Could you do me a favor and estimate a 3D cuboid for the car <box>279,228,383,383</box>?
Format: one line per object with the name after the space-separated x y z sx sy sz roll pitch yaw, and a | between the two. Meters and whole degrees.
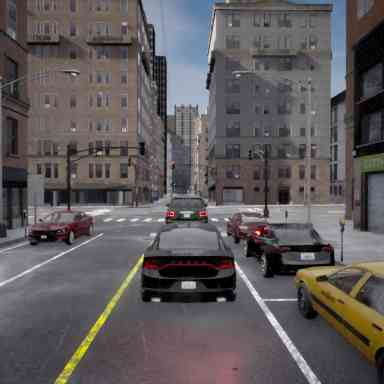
2.803 1.524 4.569 1.752 1.417 4.829 -1 0 -1 | car

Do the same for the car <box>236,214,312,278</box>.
2.719 1.562 9.985 1.947 1.339 4.313 -1 0 -1 | car

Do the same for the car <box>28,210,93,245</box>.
-5.913 1.539 15.432 1.887 1.381 4.507 -1 0 -1 | car

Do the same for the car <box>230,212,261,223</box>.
2.631 1.576 15.570 1.802 1.307 4.206 -1 0 -1 | car

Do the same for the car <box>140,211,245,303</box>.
-0.079 1.475 8.292 1.882 1.535 5.008 0 0 0 | car

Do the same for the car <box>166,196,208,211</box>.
-0.284 1.215 18.423 2.150 2.045 5.566 0 0 -1 | car
